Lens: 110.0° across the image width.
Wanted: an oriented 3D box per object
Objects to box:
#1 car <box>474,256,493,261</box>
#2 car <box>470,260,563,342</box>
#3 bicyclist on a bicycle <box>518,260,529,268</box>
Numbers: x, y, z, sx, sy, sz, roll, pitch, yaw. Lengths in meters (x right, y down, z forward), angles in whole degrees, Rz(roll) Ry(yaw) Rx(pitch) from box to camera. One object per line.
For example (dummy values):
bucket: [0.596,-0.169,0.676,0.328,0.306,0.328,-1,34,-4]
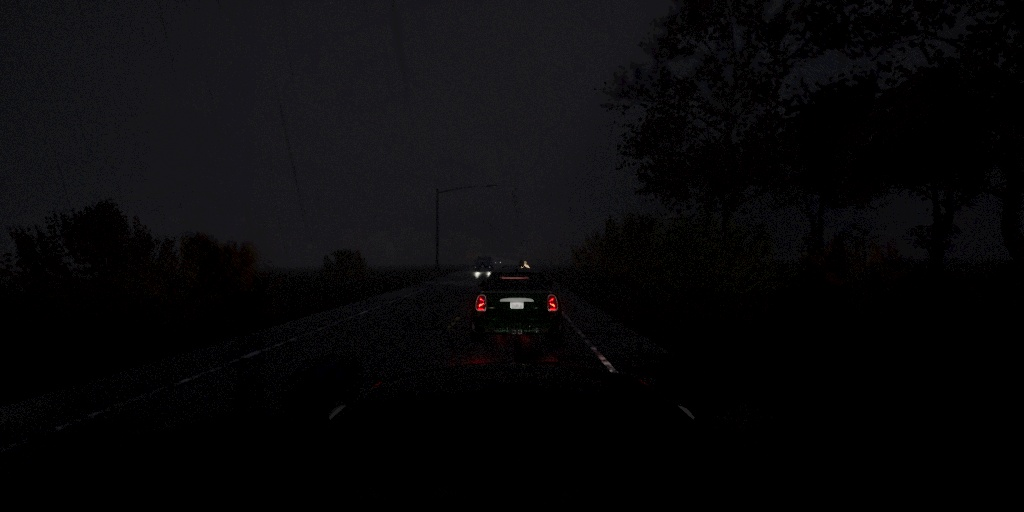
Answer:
car: [-3.715,0.953,47.704,2.150,2.045,5.566,0,0,0]
car: [0.106,1.098,9.944,2.097,1.767,4.553,0,0,0]
bicyclist on a bicycle: [0.954,1.175,25.767,0.866,1.612,1.509,0,0,1]
